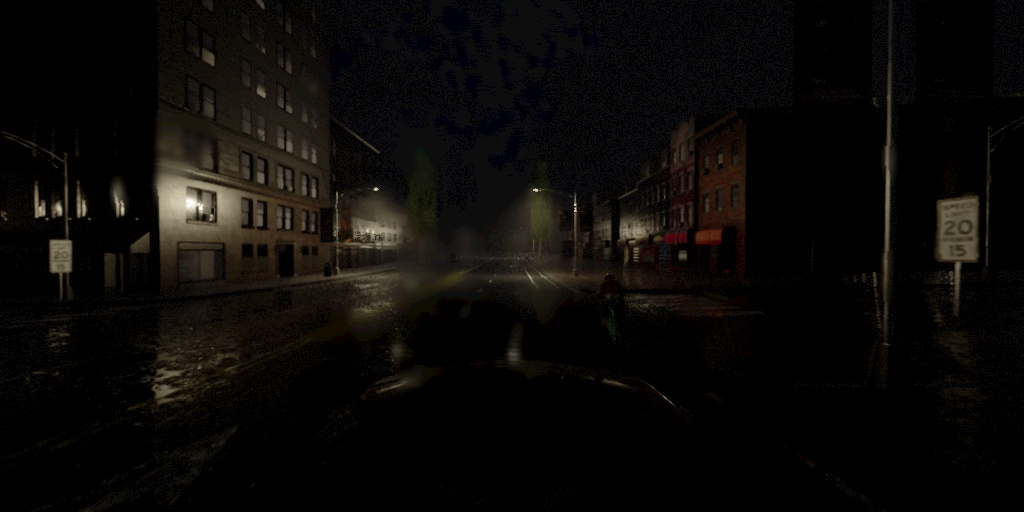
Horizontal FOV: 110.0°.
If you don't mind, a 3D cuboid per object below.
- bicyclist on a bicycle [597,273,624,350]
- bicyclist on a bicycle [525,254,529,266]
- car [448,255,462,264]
[{"bbox_3d":[2.246,1.208,8.171,0.582,1.620,1.656,0,0,0],"label":"bicyclist on a bicycle"},{"bbox_3d":[2.228,0.583,53.961,0.659,1.776,1.843,0,1,0],"label":"bicyclist on a bicycle"},{"bbox_3d":[-9.775,0.568,61.443,1.837,1.490,4.892,0,1,0],"label":"car"}]
